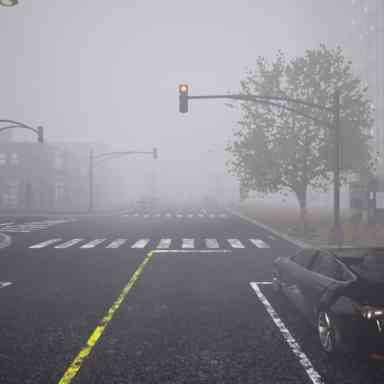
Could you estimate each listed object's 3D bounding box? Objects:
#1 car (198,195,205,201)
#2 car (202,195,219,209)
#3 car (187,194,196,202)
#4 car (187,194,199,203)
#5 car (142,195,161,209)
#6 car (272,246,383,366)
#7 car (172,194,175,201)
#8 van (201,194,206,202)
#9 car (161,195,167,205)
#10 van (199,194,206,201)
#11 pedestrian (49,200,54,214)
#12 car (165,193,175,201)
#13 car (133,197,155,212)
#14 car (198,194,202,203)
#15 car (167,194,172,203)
[{"bbox_3d":[2.594,1.534,88.408,1.752,1.417,4.829,0,0,0],"label":"car"},{"bbox_3d":[2.644,1.528,44.000,1.752,1.417,4.829,0,0,0],"label":"car"},{"bbox_3d":[-0.088,1.362,79.487,2.097,1.767,4.553,0,0,0],"label":"car"},{"bbox_3d":[0.014,1.570,69.032,1.994,1.385,4.181,0,0,1],"label":"car"},{"bbox_3d":[-5.735,1.318,43.818,2.192,1.841,5.009,0,0,0],"label":"car"},{"bbox_3d":[2.688,1.566,5.801,1.947,1.339,4.313,0,0,0],"label":"car"},{"bbox_3d":[-5.780,1.558,82.675,2.008,1.369,4.403,0,0,0],"label":"car"},{"bbox_3d":[2.639,1.345,49.382,1.690,1.788,3.998,0,0,0],"label":"van"},{"bbox_3d":[-5.748,1.555,54.921,2.008,1.369,4.403,0,0,0],"label":"car"},{"bbox_3d":[2.602,1.349,82.687,1.690,1.788,3.998,0,0,0],"label":"van"},{"bbox_3d":[-12.783,1.318,30.262,0.375,1.300,0.375,0,-1,-1],"label":"pedestrian"},{"bbox_3d":[-5.786,1.324,88.227,2.192,1.841,5.009,0,0,0],"label":"car"},{"bbox_3d":[-5.729,1.584,38.267,1.802,1.307,4.206,0,0,0],"label":"car"},{"bbox_3d":[2.625,1.556,60.483,2.008,1.369,4.403,0,0,0],"label":"car"},{"bbox_3d":[-5.767,1.531,71.404,1.752,1.417,4.829,0,0,0],"label":"car"}]
